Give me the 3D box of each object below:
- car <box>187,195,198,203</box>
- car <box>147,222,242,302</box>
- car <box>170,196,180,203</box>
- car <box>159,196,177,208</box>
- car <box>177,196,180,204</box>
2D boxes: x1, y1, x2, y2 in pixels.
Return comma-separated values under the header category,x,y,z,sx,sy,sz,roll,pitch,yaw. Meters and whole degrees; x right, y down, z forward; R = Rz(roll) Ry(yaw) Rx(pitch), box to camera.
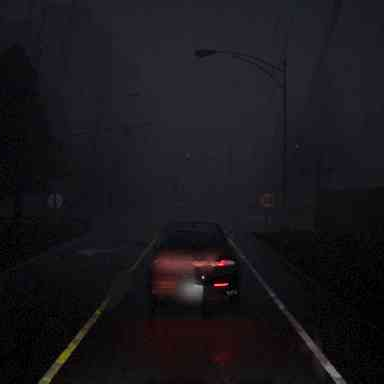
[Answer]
category,x,y,z,sx,sy,sz,roll,pitch,yaw
car,0.091,1.459,69.472,2.128,1.511,4.902,0,0,0
car,0.065,1.488,8.242,2.128,1.511,4.902,0,0,1
car,-3.428,1.532,67.942,1.994,1.385,4.181,0,0,0
car,-3.524,1.504,46.841,1.812,1.442,4.674,0,0,0
car,-3.509,1.451,57.325,1.882,1.535,5.008,0,0,0
